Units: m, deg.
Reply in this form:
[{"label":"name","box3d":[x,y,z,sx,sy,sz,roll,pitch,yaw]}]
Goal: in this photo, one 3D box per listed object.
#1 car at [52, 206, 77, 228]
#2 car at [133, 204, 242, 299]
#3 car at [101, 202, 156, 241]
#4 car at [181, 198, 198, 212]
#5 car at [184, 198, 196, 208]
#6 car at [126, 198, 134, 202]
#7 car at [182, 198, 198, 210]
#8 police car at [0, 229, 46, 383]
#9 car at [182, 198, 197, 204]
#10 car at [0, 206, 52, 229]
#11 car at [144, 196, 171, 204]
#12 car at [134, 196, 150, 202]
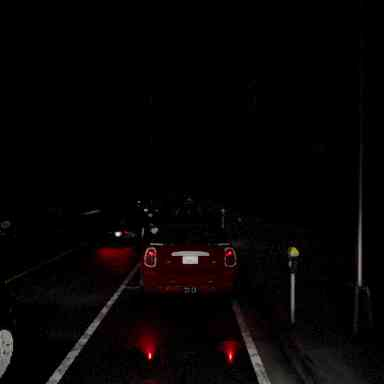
[{"label":"car","box3d":[-8.822,1.575,21.767,1.802,1.307,4.206,-1,0,0]},{"label":"car","box3d":[-0.033,1.350,8.622,2.097,1.767,4.553,0,0,0]},{"label":"car","box3d":[-3.128,1.503,16.561,1.837,1.490,4.892,0,1,0]},{"label":"car","box3d":[-0.279,1.507,38.694,1.752,1.417,4.829,-1,0,0]},{"label":"car","box3d":[-0.276,1.554,49.696,1.802,1.307,4.206,-1,0,0]},{"label":"car","box3d":[-8.822,1.516,49.695,1.887,1.381,4.507,-1,0,0]},{"label":"car","box3d":[-0.277,1.543,44.111,1.947,1.339,4.313,-1,0,0]},{"label":"police car","box3d":[-3.146,1.424,2.364,1.930,1.638,5.238,0,0,0]},{"label":"car","box3d":[-0.280,1.537,32.939,2.008,1.369,4.403,-1,0,0]},{"label":"car","box3d":[-8.823,1.435,16.181,1.967,1.590,4.097,-1,0,0]},{"label":"car","box3d":[-3.121,1.464,32.322,1.882,1.535,5.008,0,0,0]},{"label":"car","box3d":[-6.165,1.326,45.686,2.097,1.767,4.553,0,0,0]}]
